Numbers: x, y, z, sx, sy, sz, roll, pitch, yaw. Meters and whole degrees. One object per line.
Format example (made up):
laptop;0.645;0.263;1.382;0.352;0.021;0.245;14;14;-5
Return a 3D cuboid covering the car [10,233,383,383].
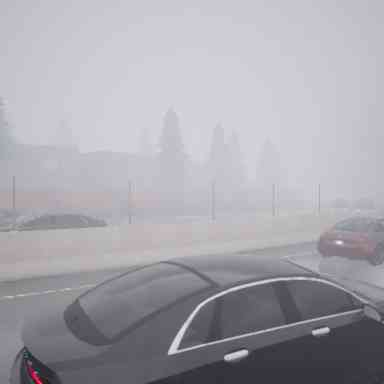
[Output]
car;0.712;1.504;3.812;4.892;1.490;1.837;0;0;-30

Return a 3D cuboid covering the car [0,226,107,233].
car;-5.578;1.505;12.482;4.892;1.490;1.837;0;0;-31

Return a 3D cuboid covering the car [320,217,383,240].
car;6.270;1.564;11.615;4.181;1.385;1.994;0;0;-35
